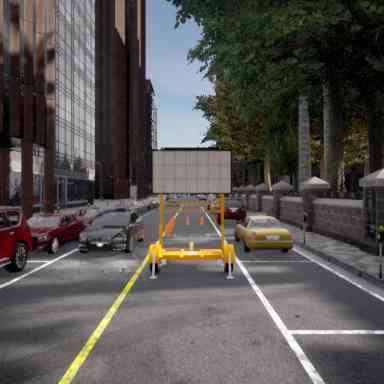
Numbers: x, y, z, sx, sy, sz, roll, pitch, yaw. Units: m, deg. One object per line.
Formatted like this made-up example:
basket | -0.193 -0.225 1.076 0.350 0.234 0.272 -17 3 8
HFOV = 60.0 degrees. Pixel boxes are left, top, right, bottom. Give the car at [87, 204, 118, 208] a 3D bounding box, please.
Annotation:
car | -5.776 1.548 18.942 1.887 1.381 4.507 0 0 0

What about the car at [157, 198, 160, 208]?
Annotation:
car | -5.798 1.459 46.227 1.967 1.590 4.097 0 0 0

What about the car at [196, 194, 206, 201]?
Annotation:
car | 2.698 1.489 83.661 1.967 1.590 4.097 0 0 0

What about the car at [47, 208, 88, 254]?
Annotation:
car | -5.772 1.546 13.484 1.887 1.381 4.507 0 0 0

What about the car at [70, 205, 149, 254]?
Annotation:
car | -3.110 1.504 13.641 1.837 1.490 4.892 0 1 0

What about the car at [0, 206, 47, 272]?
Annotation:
car | -5.767 1.315 8.027 2.192 1.841 5.009 0 0 0

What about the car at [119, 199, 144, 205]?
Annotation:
car | -5.785 1.449 29.856 1.967 1.590 4.097 0 0 0

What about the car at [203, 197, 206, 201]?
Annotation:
car | 2.732 1.581 40.778 1.947 1.339 4.313 0 0 0

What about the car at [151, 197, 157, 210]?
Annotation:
car | -5.793 1.560 40.770 1.887 1.381 4.507 0 0 0

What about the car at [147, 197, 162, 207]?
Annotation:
car | -5.802 1.547 51.514 1.752 1.417 4.829 0 0 0

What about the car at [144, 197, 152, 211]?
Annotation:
car | -5.789 1.563 35.313 2.008 1.369 4.403 0 0 0

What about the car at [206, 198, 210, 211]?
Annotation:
car | 2.736 1.537 35.492 1.752 1.417 4.829 0 0 0

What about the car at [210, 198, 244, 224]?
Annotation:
car | 2.745 1.321 24.409 2.192 1.841 5.009 0 0 0

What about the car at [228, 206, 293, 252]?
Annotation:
car | 2.753 1.527 13.665 1.752 1.417 4.829 0 0 0

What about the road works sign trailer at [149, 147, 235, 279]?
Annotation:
road works sign trailer | -0.006 0.465 10.041 2.380 3.560 2.880 0 0 0

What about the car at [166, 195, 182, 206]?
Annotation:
car | -3.041 1.572 54.930 2.033 1.411 5.357 0 0 0
